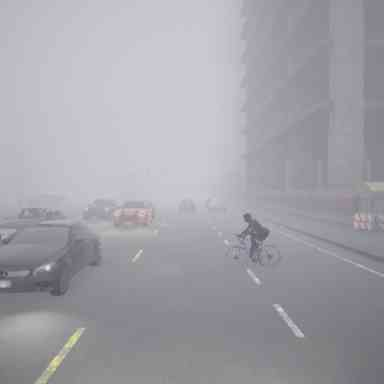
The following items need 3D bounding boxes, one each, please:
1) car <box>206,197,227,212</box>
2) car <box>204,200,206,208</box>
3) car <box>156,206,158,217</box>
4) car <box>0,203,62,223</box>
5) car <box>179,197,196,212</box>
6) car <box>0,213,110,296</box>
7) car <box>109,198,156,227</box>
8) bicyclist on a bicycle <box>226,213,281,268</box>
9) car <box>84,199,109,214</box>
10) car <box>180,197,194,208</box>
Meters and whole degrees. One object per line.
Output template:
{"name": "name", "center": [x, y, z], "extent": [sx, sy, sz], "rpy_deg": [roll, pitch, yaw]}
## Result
{"name": "car", "center": [2.987, 1.528, 39.429], "extent": [1.812, 1.442, 4.674], "rpy_deg": [0, 0, 0]}
{"name": "car", "center": [2.811, 1.508, 49.274], "extent": [1.837, 1.490, 4.892], "rpy_deg": [0, 0, -1]}
{"name": "car", "center": [-3.927, 1.473, 27.734], "extent": [1.994, 1.385, 4.181], "rpy_deg": [0, 0, -1]}
{"name": "car", "center": [-7.325, 1.495, 15.517], "extent": [2.128, 1.511, 4.902], "rpy_deg": [0, 0, -1]}
{"name": "car", "center": [-0.530, 1.567, 38.741], "extent": [1.994, 1.385, 4.181], "rpy_deg": [0, 0, -1]}
{"name": "car", "center": [-3.714, 1.527, 8.810], "extent": [1.812, 1.442, 4.674], "rpy_deg": [0, 0, -1]}
{"name": "car", "center": [-3.936, 1.354, 22.705], "extent": [2.097, 1.767, 4.553], "rpy_deg": [0, 0, -1]}
{"name": "bicyclist on a bicycle", "center": [1.801, 1.452, 9.826], "extent": [1.656, 1.620, 0.582], "rpy_deg": [-1, 0, -1]}
{"name": "car", "center": [-7.427, 1.355, 27.707], "extent": [2.097, 1.767, 4.553], "rpy_deg": [0, 0, -1]}
{"name": "car", "center": [-0.738, 1.481, 48.562], "extent": [1.882, 1.535, 5.008], "rpy_deg": [0, 0, 0]}
